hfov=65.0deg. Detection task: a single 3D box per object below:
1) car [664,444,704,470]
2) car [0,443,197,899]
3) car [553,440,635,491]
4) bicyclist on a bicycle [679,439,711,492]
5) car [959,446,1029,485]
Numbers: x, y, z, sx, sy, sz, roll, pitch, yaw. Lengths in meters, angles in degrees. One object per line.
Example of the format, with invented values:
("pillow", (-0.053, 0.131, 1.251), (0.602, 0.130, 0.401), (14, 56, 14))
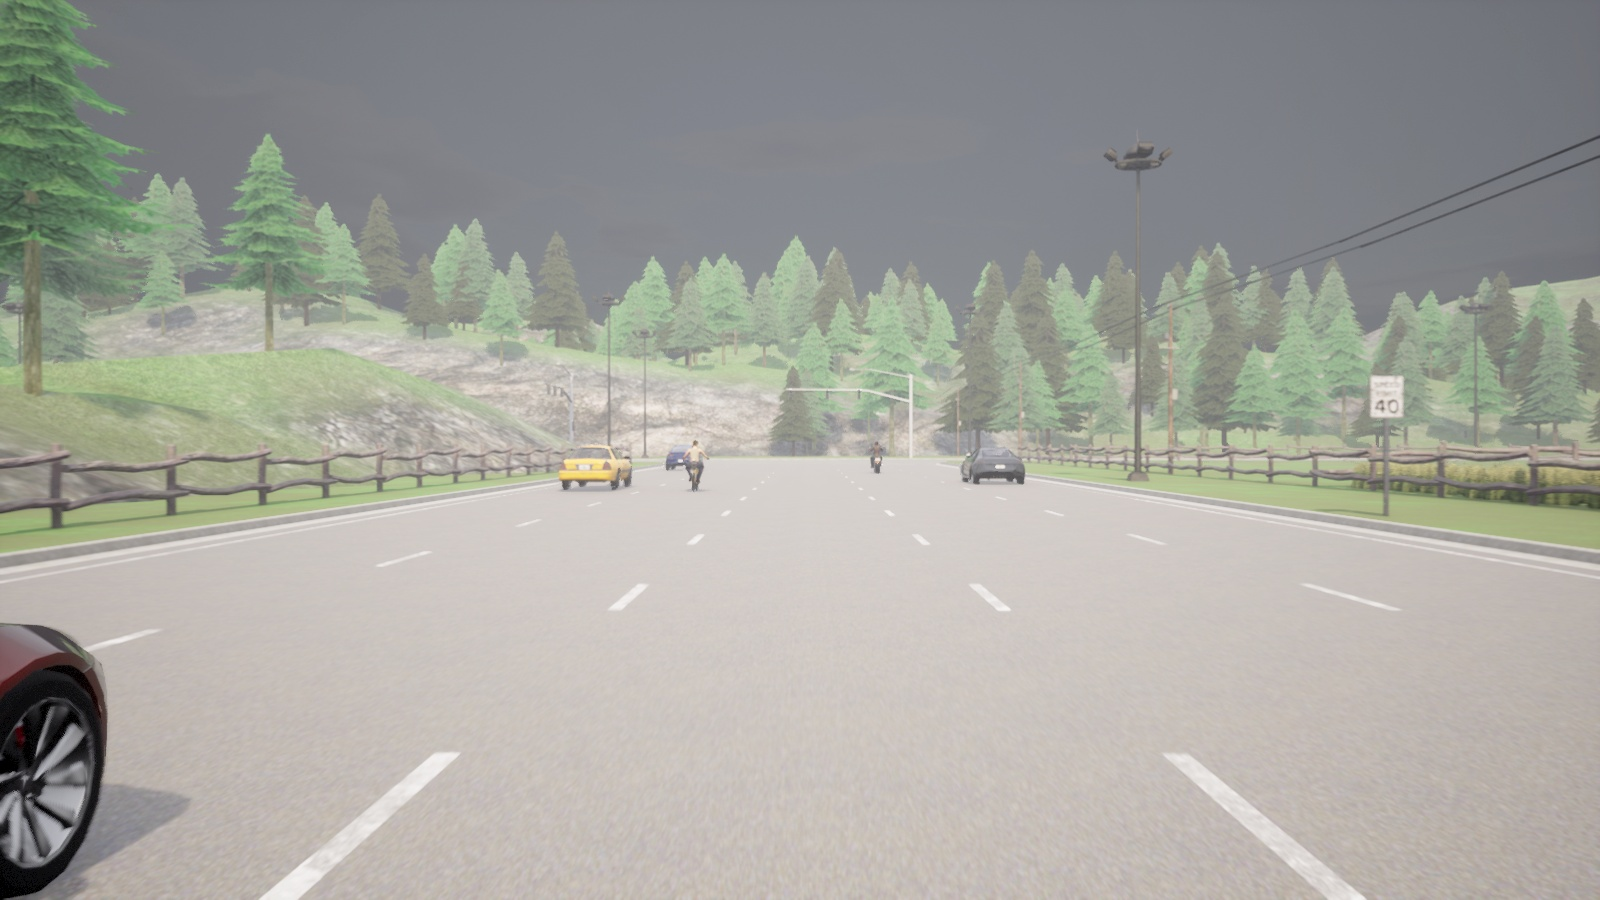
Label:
("car", (-6.577, 0.386, 71.500), (1.812, 1.442, 4.674), (0, 0, 0))
("car", (-3.470, 0.730, 2.553), (2.163, 1.488, 4.792), (0, 0, 0))
("car", (-6.748, 0.458, 41.632), (1.801, 1.575, 5.366), (0, 0, 0))
("bicyclist on a bicycle", (-3.267, 0.472, 39.071), (0.866, 1.612, 1.509), (0, 0, 1))
("car", (7.286, 0.563, 47.553), (1.994, 1.385, 4.181), (0, 0, 0))
